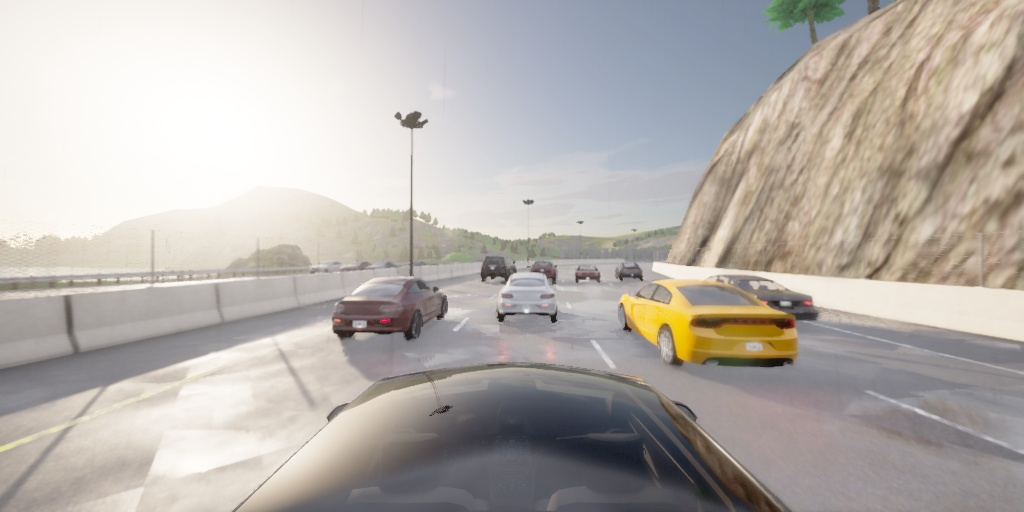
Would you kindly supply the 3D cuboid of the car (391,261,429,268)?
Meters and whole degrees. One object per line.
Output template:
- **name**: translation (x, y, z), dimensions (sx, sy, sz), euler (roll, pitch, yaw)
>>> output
- **car**: translation (-10.300, 1.265, 37.646), dimensions (1.837, 1.490, 4.892), euler (0, 0, 12)

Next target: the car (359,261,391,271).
- **car**: translation (-13.784, 1.277, 38.074), dimensions (1.812, 1.442, 4.674), euler (0, 0, 12)

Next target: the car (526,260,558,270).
- **car**: translation (2.697, 1.139, 29.969), dimensions (2.097, 1.767, 4.553), euler (0, 0, 10)

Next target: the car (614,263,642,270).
- **car**: translation (9.912, 1.298, 30.645), dimensions (2.128, 1.511, 4.902), euler (0, 0, 10)

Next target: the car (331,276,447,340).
- **car**: translation (-3.110, 1.276, 9.865), dimensions (1.812, 1.442, 4.674), euler (0, 0, 3)

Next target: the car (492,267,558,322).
- **car**: translation (0.560, 1.288, 12.334), dimensions (1.812, 1.442, 4.674), euler (0, 0, 4)

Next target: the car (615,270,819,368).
- **car**: translation (3.819, 1.244, 7.985), dimensions (1.882, 1.535, 5.008), euler (0, 0, 2)

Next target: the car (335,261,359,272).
- **car**: translation (-17.010, 1.270, 39.759), dimensions (1.812, 1.442, 4.674), euler (0, 0, 12)

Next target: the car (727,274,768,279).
- **car**: translation (7.518, 1.328, 12.119), dimensions (2.033, 1.411, 5.357), euler (0, 0, 4)

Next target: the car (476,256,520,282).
- **car**: translation (-1.017, 0.997, 29.224), dimensions (2.150, 2.045, 5.566), euler (0, 0, 9)

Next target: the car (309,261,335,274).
- **car**: translation (-20.480, 1.262, 40.264), dimensions (1.812, 1.442, 4.674), euler (0, 0, 12)

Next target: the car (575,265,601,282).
- **car**: translation (6.034, 1.395, 28.946), dimensions (1.895, 1.301, 4.718), euler (0, 0, 10)
